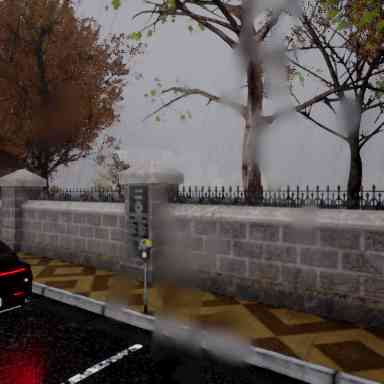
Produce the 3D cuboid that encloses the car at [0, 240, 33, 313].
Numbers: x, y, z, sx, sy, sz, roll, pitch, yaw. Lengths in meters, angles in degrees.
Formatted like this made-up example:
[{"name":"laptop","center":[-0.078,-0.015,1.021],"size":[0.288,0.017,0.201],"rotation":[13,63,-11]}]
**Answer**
[{"name":"car","center":[-5.067,1.505,6.582],"size":[4.892,1.490,1.837],"rotation":[0,0,36]}]
